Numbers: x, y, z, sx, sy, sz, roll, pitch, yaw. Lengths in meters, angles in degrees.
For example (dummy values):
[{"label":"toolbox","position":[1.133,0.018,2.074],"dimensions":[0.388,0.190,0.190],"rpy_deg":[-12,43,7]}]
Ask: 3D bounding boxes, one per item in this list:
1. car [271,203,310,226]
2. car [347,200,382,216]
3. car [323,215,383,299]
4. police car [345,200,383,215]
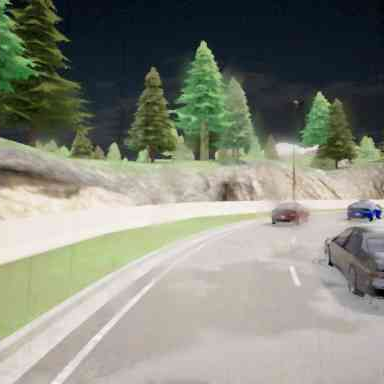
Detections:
[{"label":"car","position":[7.338,1.545,24.455],"dimensions":[1.882,1.535,5.008],"rpy_deg":[0,0,30]},{"label":"car","position":[14.636,1.611,28.095],"dimensions":[1.882,1.535,5.008],"rpy_deg":[0,0,40]},{"label":"car","position":[4.707,1.590,8.477],"dimensions":[2.033,1.411,5.357],"rpy_deg":[0,0,13]},{"label":"police car","position":[19.796,1.686,38.016],"dimensions":[4.974,1.542,2.038],"rpy_deg":[0,0,-38]}]
